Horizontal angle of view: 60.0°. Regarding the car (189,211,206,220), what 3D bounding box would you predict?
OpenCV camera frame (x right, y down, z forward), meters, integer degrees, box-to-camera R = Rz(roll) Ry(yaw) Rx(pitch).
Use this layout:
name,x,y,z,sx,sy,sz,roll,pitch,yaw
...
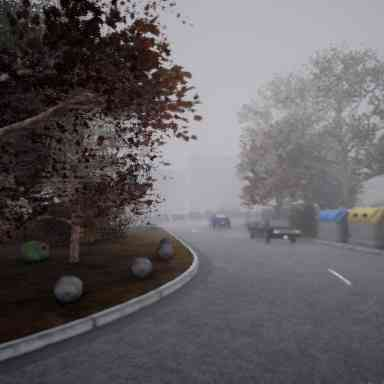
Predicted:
name,x,y,z,sx,sy,sz,roll,pitch,yaw
car,0.413,3.899,56.406,2.163,1.488,4.792,-2,-2,-9

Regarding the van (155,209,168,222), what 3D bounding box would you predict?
name,x,y,z,sx,sy,sz,roll,pitch,yaw
van,-5.141,3.861,55.592,1.878,1.987,4.442,-2,-2,-9

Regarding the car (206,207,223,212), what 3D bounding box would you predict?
name,x,y,z,sx,sy,sz,roll,pitch,yaw
car,3.177,3.793,56.860,2.163,1.488,4.792,-2,-2,-9

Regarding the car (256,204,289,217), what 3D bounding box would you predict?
name,x,y,z,sx,sy,sz,roll,pitch,yaw
car,11.154,2.776,44.936,2.435,2.045,5.566,-2,-2,-9

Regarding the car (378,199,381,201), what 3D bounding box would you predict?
name,x,y,z,sx,sy,sz,roll,pitch,yaw
car,33.585,2.645,61.831,2.231,1.521,4.892,-2,-2,-9

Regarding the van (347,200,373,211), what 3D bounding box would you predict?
name,x,y,z,sx,sy,sz,roll,pitch,yaw
van,30.831,2.511,61.265,1.878,1.987,4.442,-2,-2,-9

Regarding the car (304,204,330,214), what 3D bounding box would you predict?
name,x,y,z,sx,sy,sz,roll,pitch,yaw
car,22.523,3.035,60.015,2.231,1.521,4.892,-2,-2,-9

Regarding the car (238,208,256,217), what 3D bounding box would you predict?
name,x,y,z,sx,sy,sz,roll,pitch,yaw
car,8.715,3.578,57.711,2.163,1.488,4.792,-2,-2,-9

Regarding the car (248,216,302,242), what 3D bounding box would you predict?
name,x,y,z,sx,sy,sz,roll,pitch,yaw
car,5.043,2.405,21.037,1.895,1.301,4.718,1,-3,-8

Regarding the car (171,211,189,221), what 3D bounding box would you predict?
name,x,y,z,sx,sy,sz,roll,pitch,yaw
car,-2.349,3.975,55.929,2.097,1.535,5.008,-2,-2,-9

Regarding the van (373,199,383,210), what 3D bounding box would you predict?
name,x,y,z,sx,sy,sz,roll,pitch,yaw
van,36.324,2.325,62.400,1.878,1.987,4.442,-2,-2,-9

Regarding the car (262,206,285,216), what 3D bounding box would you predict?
name,x,y,z,sx,sy,sz,roll,pitch,yaw
car,14.233,3.338,58.654,2.097,1.535,5.008,-2,-2,-9

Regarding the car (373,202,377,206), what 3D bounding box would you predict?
name,x,y,z,sx,sy,sz,roll,pitch,yaw
car,24.784,2.547,47.106,2.163,1.488,4.792,-2,-2,-9

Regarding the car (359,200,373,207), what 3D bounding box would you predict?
name,x,y,z,sx,sy,sz,roll,pitch,yaw
car,22.018,2.368,46.721,2.435,2.045,5.566,-2,-2,-9

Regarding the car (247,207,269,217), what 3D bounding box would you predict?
name,x,y,z,sx,sy,sz,roll,pitch,yaw
car,11.503,3.432,58.012,1.946,1.575,5.366,-2,-2,-9

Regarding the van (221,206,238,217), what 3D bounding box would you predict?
name,x,y,z,sx,sy,sz,roll,pitch,yaw
van,5.916,3.435,57.409,1.878,1.987,4.442,-2,-2,-9

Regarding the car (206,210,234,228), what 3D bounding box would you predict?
name,x,y,z,sx,sy,sz,roll,pitch,yaw
car,3.088,3.162,37.343,1.882,1.535,5.008,1,-1,-3

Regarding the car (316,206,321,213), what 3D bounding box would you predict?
name,x,y,z,sx,sy,sz,roll,pitch,yaw
car,16.663,2.856,45.804,2.002,1.452,4.674,-2,-2,-9

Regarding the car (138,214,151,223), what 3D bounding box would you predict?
name,x,y,z,sx,sy,sz,roll,pitch,yaw
car,-7.877,4.062,54.988,2.185,1.767,4.553,-2,-2,-9
